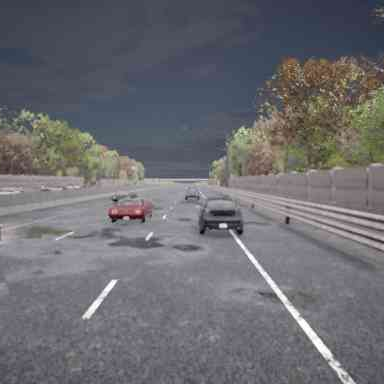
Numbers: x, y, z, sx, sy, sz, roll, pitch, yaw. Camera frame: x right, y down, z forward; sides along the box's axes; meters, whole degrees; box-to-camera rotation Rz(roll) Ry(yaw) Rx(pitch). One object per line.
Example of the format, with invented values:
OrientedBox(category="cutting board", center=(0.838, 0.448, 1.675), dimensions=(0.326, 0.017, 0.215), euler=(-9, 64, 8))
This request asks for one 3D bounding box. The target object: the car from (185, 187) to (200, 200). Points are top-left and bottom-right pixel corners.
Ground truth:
OrientedBox(category="car", center=(0.070, 0.203, 43.153), dimensions=(2.033, 1.411, 5.357), euler=(0, 2, 0))

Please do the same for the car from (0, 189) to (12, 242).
OrientedBox(category="car", center=(-6.903, 0.968, 7.811), dimensions=(2.150, 2.045, 5.566), euler=(0, 2, 0))

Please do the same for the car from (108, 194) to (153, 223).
OrientedBox(category="car", center=(-3.397, 0.989, 19.402), dimensions=(1.895, 1.301, 4.718), euler=(0, 2, 0))

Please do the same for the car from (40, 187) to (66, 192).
OrientedBox(category="car", center=(-17.582, 0.171, 43.514), dimensions=(1.812, 1.442, 4.674), euler=(0, 2, 0))

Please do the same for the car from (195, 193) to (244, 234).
OrientedBox(category="car", center=(1.225, 1.014, 15.478), dimensions=(1.837, 1.490, 4.892), euler=(0, 2, 0))

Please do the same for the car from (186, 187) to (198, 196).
OrientedBox(category="car", center=(0.001, -0.132, 54.725), dimensions=(1.994, 1.385, 4.181), euler=(0, 2, 0))

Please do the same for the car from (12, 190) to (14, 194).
OrientedBox(category="car", center=(-24.581, 0.261, 43.012), dimensions=(1.895, 1.301, 4.718), euler=(0, 2, 0))

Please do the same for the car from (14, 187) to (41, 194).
OrientedBox(category="car", center=(-21.077, 0.108, 44.466), dimensions=(2.128, 1.511, 4.902), euler=(0, 2, 0))

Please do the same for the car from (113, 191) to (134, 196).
OrientedBox(category="car", center=(-6.898, 0.525, 34.432), dimensions=(1.895, 1.301, 4.718), euler=(0, 2, 0))
